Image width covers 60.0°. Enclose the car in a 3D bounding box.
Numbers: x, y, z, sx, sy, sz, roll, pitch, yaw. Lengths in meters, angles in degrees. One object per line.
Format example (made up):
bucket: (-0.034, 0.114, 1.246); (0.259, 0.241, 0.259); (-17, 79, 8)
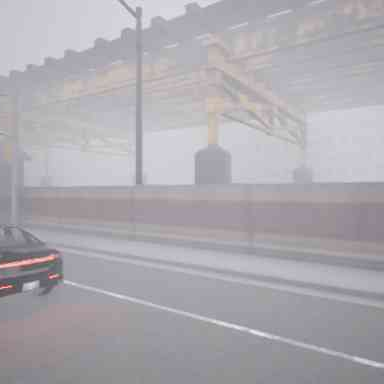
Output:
car: (-4.868, 1.475, 7.403); (4.902, 1.511, 2.128); (0, 0, 35)
